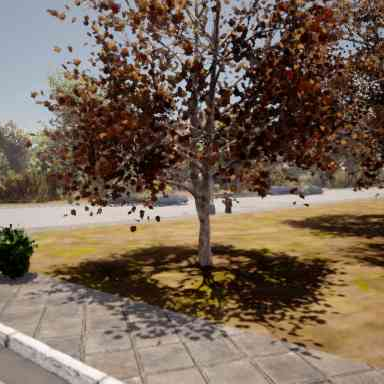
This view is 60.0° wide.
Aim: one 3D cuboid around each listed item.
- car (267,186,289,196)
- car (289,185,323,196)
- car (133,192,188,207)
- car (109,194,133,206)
[{"bbox_3d":[12.243,-0.208,48.000,4.181,1.385,1.994,-3,3,-27],"label":"car"},{"bbox_3d":[16.105,-0.254,46.040,4.181,1.385,1.994,-3,3,-26],"label":"car"},{"bbox_3d":[-3.006,0.752,34.683,5.357,1.411,2.033,-2,3,-36],"label":"car"},{"bbox_3d":[-8.011,0.752,35.233,4.674,1.442,1.812,-2,2,-37],"label":"car"}]
